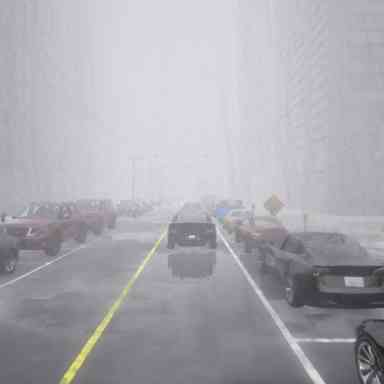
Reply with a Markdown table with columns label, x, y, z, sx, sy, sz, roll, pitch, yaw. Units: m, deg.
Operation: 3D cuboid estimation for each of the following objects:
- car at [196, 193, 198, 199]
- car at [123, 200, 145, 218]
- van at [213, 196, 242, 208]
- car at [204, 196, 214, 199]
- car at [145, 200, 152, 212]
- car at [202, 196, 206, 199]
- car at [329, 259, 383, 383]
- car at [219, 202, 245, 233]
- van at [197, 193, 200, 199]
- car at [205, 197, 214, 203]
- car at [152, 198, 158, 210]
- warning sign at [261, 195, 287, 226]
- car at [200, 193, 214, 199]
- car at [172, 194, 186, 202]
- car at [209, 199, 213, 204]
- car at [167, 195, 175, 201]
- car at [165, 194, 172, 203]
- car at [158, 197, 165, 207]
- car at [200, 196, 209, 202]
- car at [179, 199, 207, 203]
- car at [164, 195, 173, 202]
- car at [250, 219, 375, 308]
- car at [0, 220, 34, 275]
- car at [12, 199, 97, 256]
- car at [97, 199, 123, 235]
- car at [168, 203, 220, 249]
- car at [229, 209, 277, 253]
| label | x | y | z | sx | sy | sz | roll | pitch | yaw |
| --- | --- | --- | --- | --- | --- | --- | --- | --- | --- |
| car | 2.766 | 1.531 | 92.298 | 1.967 | 1.590 | 4.097 | 0 | 0 | 0 |
| car | -5.759 | 1.451 | 30.291 | 1.967 | 1.590 | 4.097 | 0 | 0 | 0 |
| van | 2.767 | 1.349 | 24.659 | 1.690 | 1.788 | 3.998 | 0 | 0 | 0 |
| car | 2.765 | 1.588 | 41.569 | 1.947 | 1.339 | 4.313 | 0 | 0 | 0 |
| car | -5.759 | 1.598 | 35.926 | 1.802 | 1.307 | 4.206 | 0 | 0 | 0 |
| car | 2.765 | 1.595 | 47.205 | 1.947 | 1.339 | 4.313 | 0 | 0 | 0 |
| car | 2.766 | 1.565 | 2.113 | 1.947 | 1.339 | 4.313 | 0 | 0 | 0 |
| car | 2.766 | 1.530 | 19.192 | 1.752 | 1.417 | 4.829 | 0 | 0 | 0 |
| van | 2.766 | 1.413 | 81.025 | 1.690 | 1.788 | 3.998 | 0 | 0 | 0 |
| car | 2.766 | 1.567 | 35.932 | 2.008 | 1.369 | 4.403 | 0 | 0 | 0 |
| car | -5.760 | 1.604 | 41.563 | 1.802 | 1.307 | 4.206 | 0 | 0 | 0 |
| warning sign | 5.063 | 1.121 | 20.646 | 1.300 | 1.860 | 1.060 | 0 | 0 | 0 |
| car | 2.767 | 1.351 | 52.842 | 2.192 | 1.841 | 5.009 | 0 | 0 | 0 |
| car | -3.000 | 1.614 | 76.701 | 1.895 | 1.301 | 4.718 | 0 | 0 | 0 |
| car | 2.766 | 1.594 | 30.295 | 1.802 | 1.307 | 4.206 | 0 | 0 | 0 |
| car | -5.760 | 1.656 | 92.290 | 1.947 | 1.339 | 4.313 | 0 | 0 | 0 |
| car | -5.760 | 1.622 | 69.745 | 1.947 | 1.339 | 4.313 | 0 | 0 | 0 |
| car | -5.760 | 1.617 | 52.836 | 1.802 | 1.307 | 4.206 | 0 | 0 | 0 |
| car | 2.765 | 1.590 | 75.558 | 1.752 | 1.417 | 4.829 | 0 | 0 | 0 |
| car | 0.000 | 1.585 | 29.650 | 1.994 | 1.385 | 4.181 | 0 | 0 | 0 |
| car | -5.759 | 1.512 | 81.018 | 1.967 | 1.590 | 4.097 | 0 | 0 | 0 |
| car | 2.766 | 1.566 | 7.749 | 1.947 | 1.339 | 4.313 | 0 | 0 | 0 |
| car | -5.759 | 1.566 | 7.746 | 1.947 | 1.339 | 4.313 | 0 | 0 | 0 |
| car | -5.758 | 1.317 | 13.383 | 2.192 | 1.841 | 5.009 | 0 | 0 | 0 |
| car | -5.758 | 1.319 | 19.019 | 2.192 | 1.841 | 5.009 | 0 | 0 | 0 |
| car | 0.000 | 1.488 | 14.650 | 1.882 | 1.535 | 5.008 | 0 | 0 | 0 |
| car | 2.766 | 1.584 | 13.385 | 1.802 | 1.307 | 4.206 | 0 | 0 | 0 |
